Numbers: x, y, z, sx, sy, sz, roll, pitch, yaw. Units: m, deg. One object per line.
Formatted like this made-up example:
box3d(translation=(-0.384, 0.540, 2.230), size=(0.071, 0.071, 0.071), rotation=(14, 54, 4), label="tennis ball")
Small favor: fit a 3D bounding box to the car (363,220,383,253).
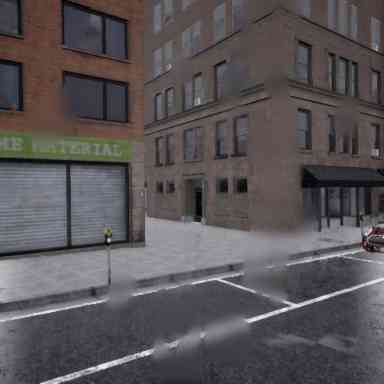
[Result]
box3d(translation=(8.157, 1.439, 12.428), size=(4.097, 1.590, 1.967), rotation=(0, -1, -35), label="car")
